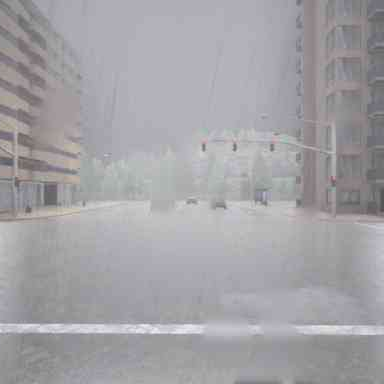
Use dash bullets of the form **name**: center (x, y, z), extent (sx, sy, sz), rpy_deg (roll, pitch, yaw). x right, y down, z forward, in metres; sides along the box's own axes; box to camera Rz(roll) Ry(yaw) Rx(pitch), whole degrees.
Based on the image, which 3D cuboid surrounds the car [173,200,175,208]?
- **car**: center (-3.575, 1.564, 48.784), extent (1.994, 1.385, 4.181), rpy_deg (0, 0, 0)

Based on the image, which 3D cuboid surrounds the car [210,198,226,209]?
- **car**: center (3.575, 1.547, 45.355), extent (2.033, 1.411, 5.357), rpy_deg (0, 0, 0)

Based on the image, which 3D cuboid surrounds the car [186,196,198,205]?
- **car**: center (-0.012, 1.526, 60.173), extent (1.812, 1.442, 4.674), rpy_deg (0, 0, 0)

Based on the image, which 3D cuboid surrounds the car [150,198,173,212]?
- **car**: center (-3.579, 1.525, 38.426), extent (1.812, 1.442, 4.674), rpy_deg (0, 0, 0)
